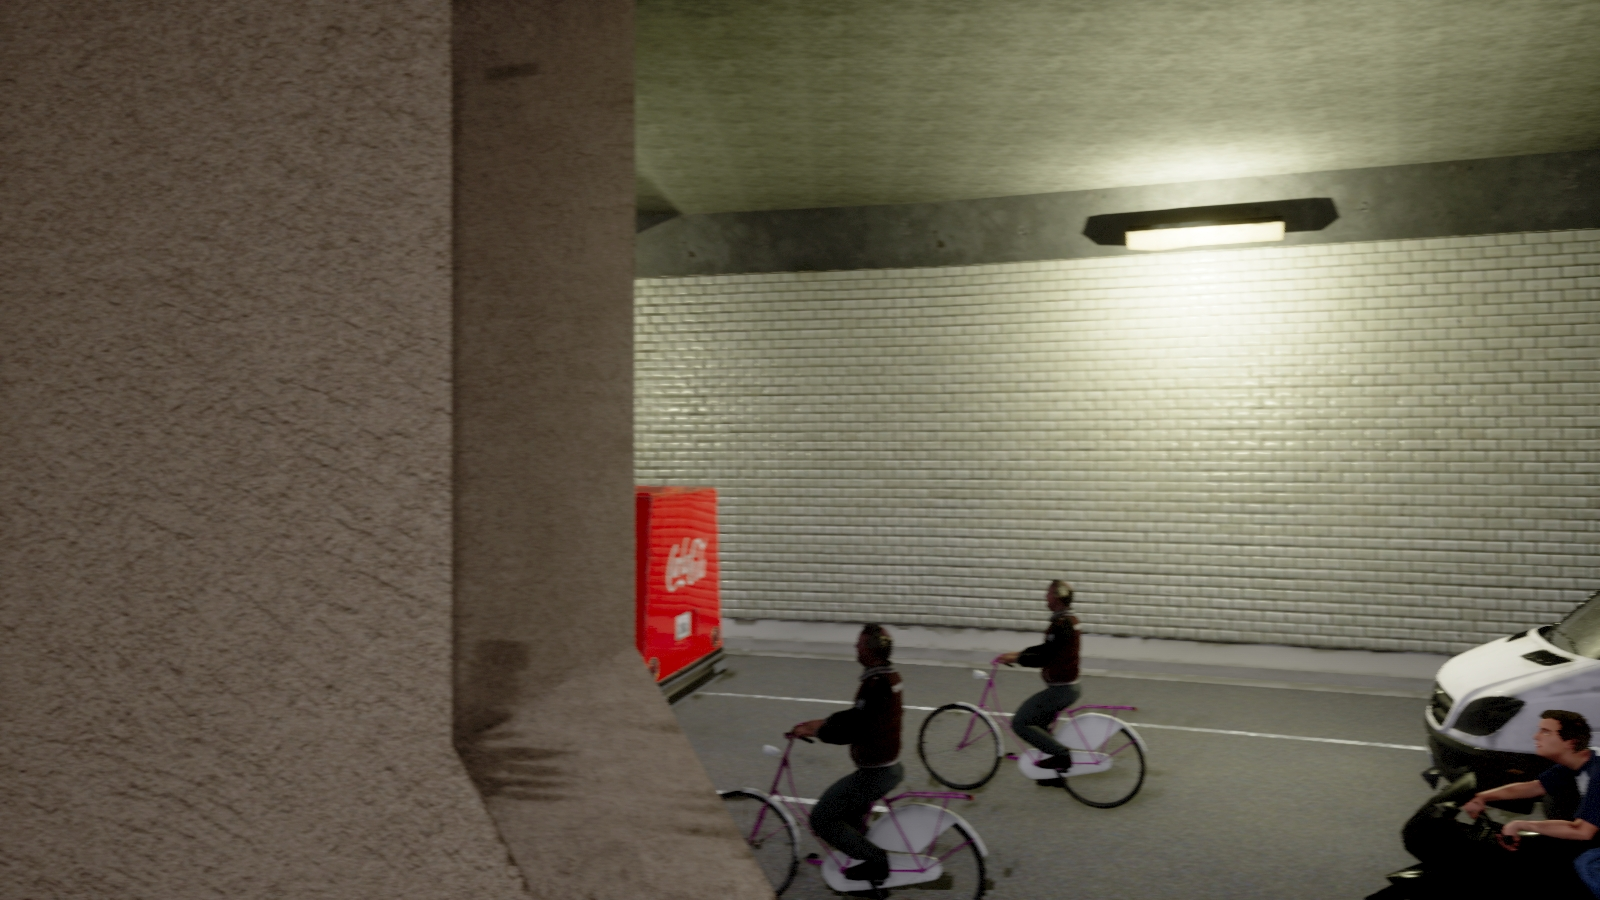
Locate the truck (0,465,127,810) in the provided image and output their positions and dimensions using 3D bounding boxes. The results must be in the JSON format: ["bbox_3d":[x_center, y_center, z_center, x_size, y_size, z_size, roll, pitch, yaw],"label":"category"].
[{"bbox_3d":[-8.922,1.666,9.185,5.204,2.467,2.627,-4,7,-4],"label":"truck"}]

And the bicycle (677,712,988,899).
[{"bbox_3d":[0.173,2.231,6.812,1.835,1.126,0.329,0,0,19],"label":"bicycle"}]

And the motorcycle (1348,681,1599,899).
[{"bbox_3d":[3.829,2.031,5.578,2.033,1.505,0.803,0,0,22],"label":"motorcycle"}]

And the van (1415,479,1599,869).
[{"bbox_3d":[7.605,1.531,7.752,5.915,2.561,1.988,0,0,24],"label":"van"}]
